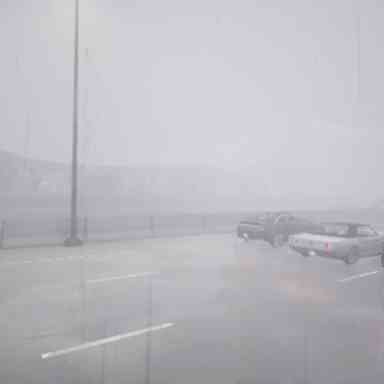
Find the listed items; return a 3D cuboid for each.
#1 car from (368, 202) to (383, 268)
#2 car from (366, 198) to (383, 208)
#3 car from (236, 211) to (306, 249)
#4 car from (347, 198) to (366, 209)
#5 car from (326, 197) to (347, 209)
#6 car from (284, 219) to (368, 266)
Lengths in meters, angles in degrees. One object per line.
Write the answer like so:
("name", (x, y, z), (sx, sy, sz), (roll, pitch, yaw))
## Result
("car", (7.399, 1.377, 9.105), (5.566, 2.045, 2.150), (1, 0, -35))
("car", (29.775, 1.967, 51.569), (5.566, 2.045, 2.150), (1, -1, -39))
("car", (4.263, 1.662, 15.453), (4.902, 1.511, 2.128), (1, -1, -35))
("car", (27.985, 2.102, 54.637), (4.553, 1.767, 2.097), (1, -1, -39))
("car", (25.233, 1.958, 56.820), (5.566, 2.045, 2.150), (1, -1, -39))
("car", (5.796, 1.762, 12.253), (4.718, 1.301, 1.895), (1, -1, -35))
